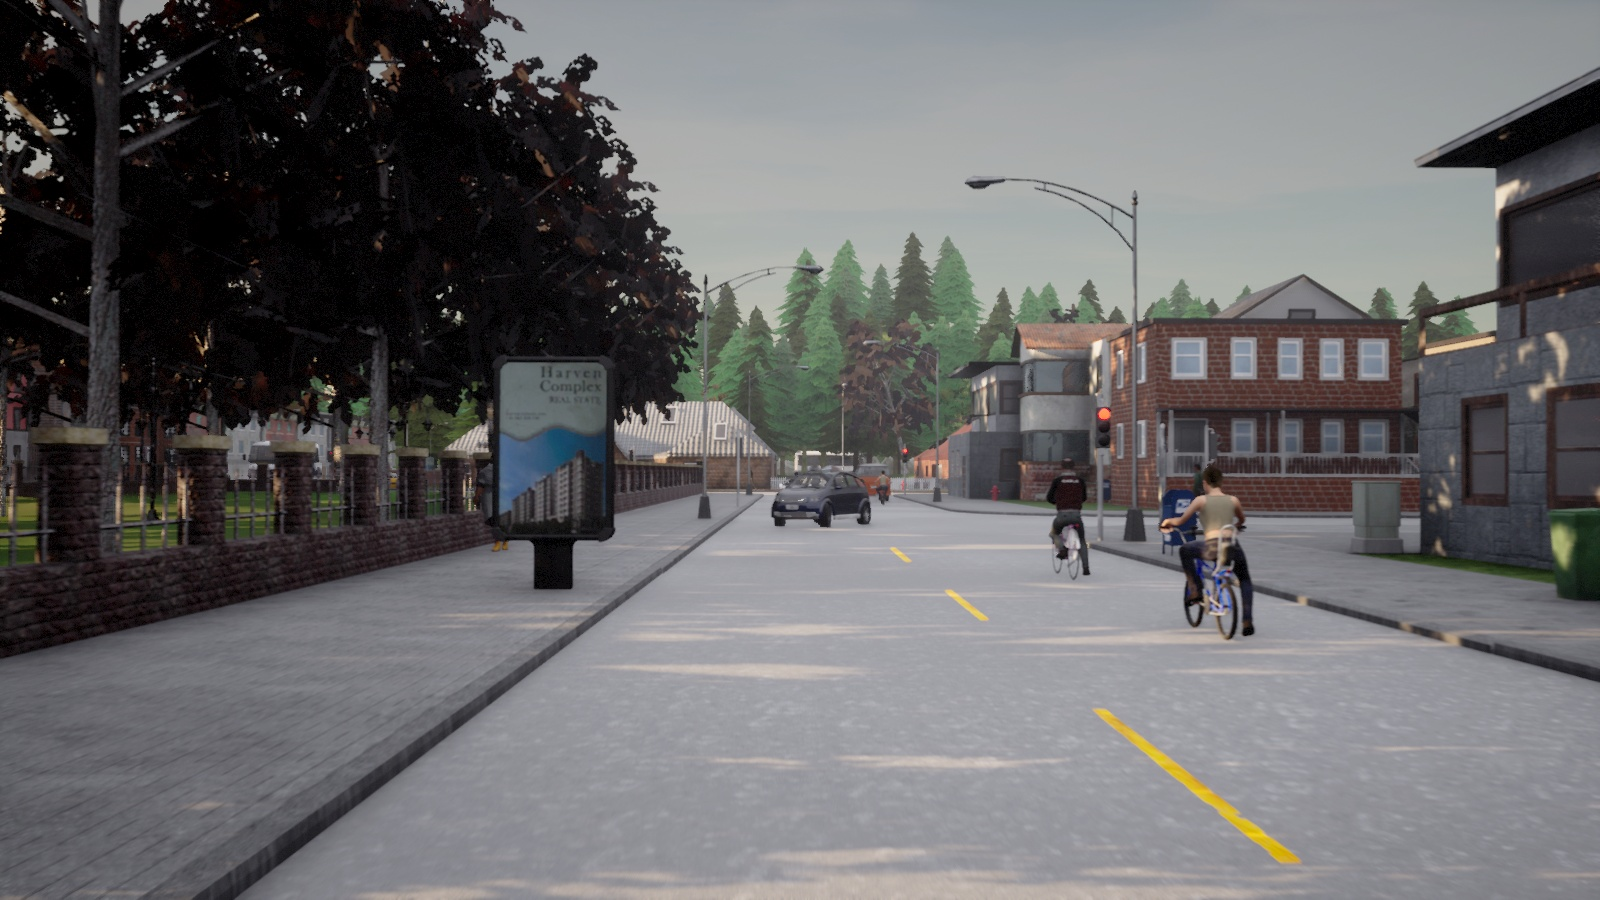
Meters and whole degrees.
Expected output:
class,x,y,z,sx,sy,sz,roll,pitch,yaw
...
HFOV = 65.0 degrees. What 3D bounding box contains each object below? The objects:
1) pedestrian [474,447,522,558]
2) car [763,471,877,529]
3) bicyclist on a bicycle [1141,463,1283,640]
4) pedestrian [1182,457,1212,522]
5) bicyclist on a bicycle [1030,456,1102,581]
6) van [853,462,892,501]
class,x,y,z,sx,sy,sz,roll,pitch,yaw
pedestrian,-5.419,0.924,22.571,0.659,1.952,0.873,0,-1,0
car,0.619,1.390,35.802,1.789,1.549,3.705,-1,-1,27
bicyclist on a bicycle,3.970,0.940,12.233,0.866,1.612,1.509,0,-1,0
pedestrian,12.154,1.200,38.467,0.423,1.949,0.788,0,-1,-30
bicyclist on a bicycle,3.947,0.983,18.759,0.659,1.776,1.843,0,-1,0
van,3.835,1.673,66.973,1.775,1.987,4.442,0,-1,0
